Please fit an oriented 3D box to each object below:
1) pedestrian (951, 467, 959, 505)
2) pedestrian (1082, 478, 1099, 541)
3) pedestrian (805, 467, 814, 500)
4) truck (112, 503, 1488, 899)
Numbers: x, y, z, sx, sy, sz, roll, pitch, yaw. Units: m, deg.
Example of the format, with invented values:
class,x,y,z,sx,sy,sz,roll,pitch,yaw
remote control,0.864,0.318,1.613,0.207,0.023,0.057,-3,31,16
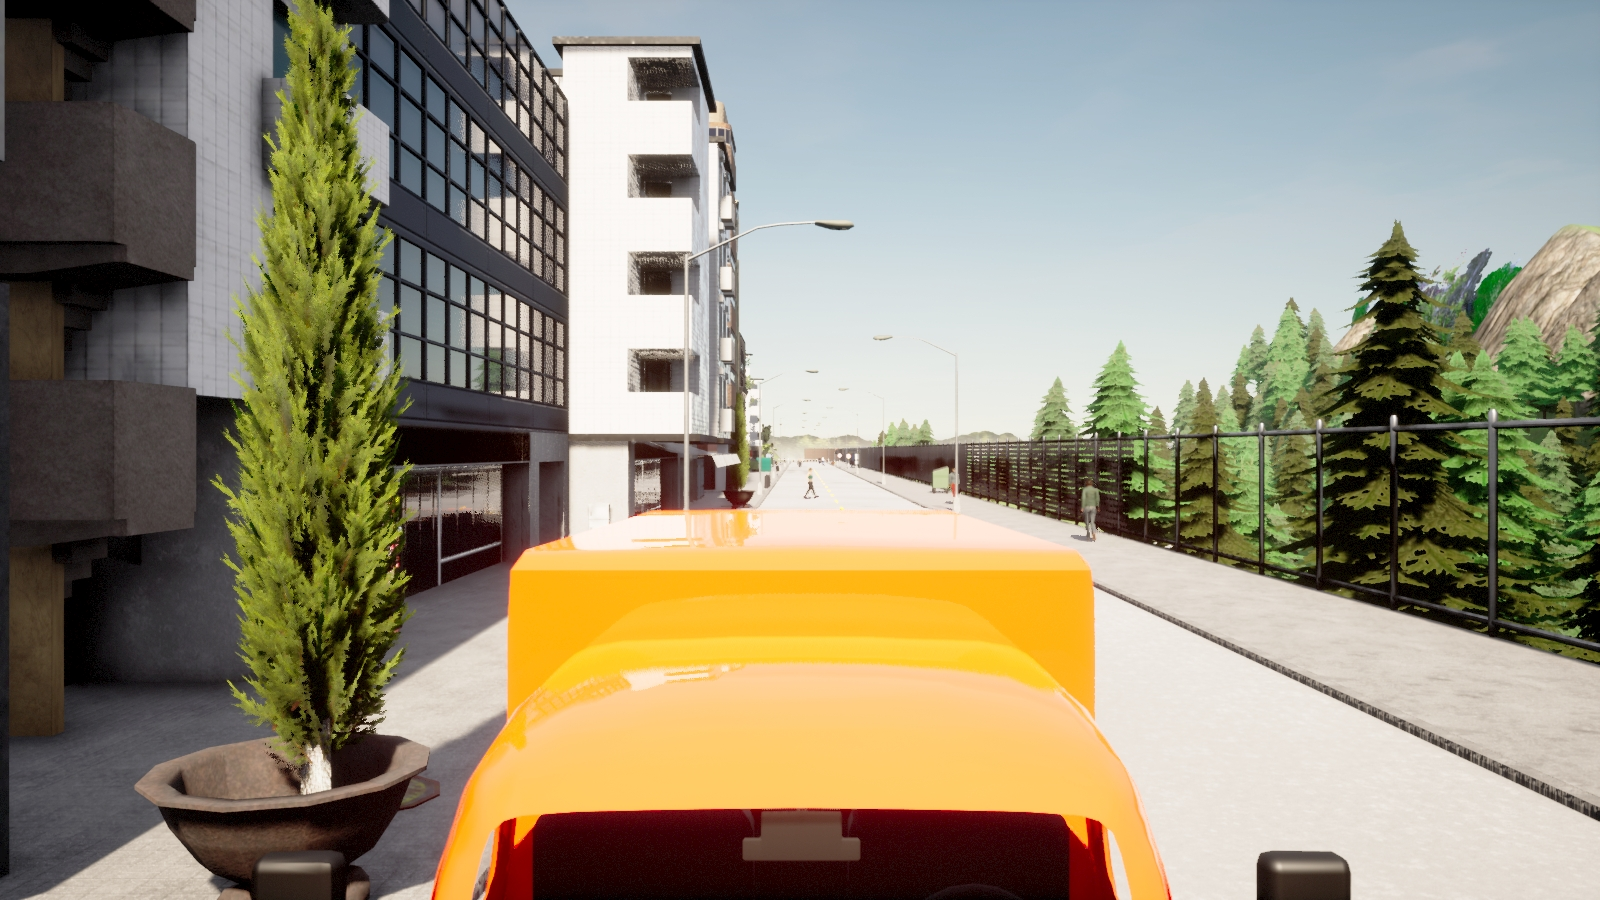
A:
class,x,y,z,sx,sy,sz,roll,pitch,yaw
pedestrian,7.675,1.767,56.630,0.375,1.860,0.375,0,0,0
pedestrian,8.594,1.758,33.778,0.375,1.860,0.375,0,0,-3
pedestrian,0.532,1.874,64.931,0.375,1.860,0.375,0,0,26
truck,0.000,1.571,4.781,2.627,2.467,5.204,0,0,0
